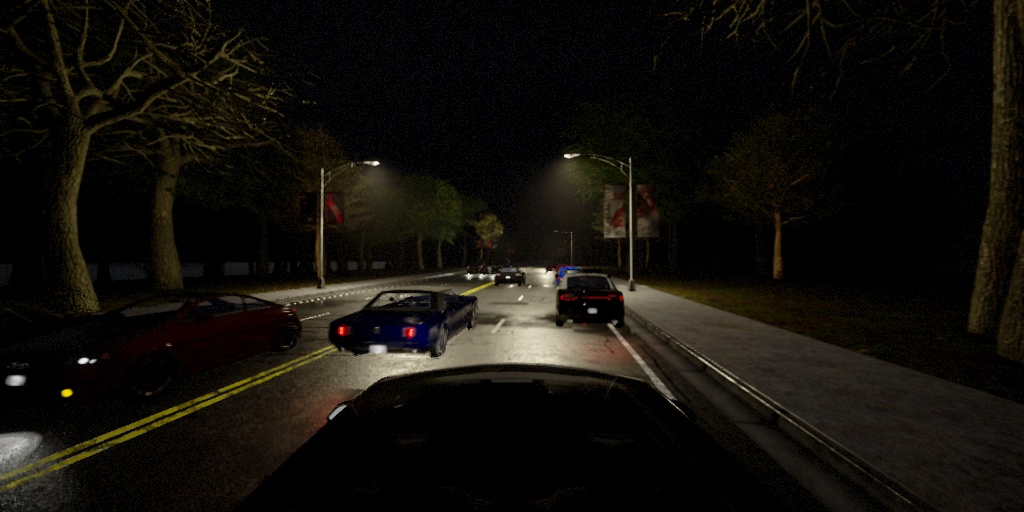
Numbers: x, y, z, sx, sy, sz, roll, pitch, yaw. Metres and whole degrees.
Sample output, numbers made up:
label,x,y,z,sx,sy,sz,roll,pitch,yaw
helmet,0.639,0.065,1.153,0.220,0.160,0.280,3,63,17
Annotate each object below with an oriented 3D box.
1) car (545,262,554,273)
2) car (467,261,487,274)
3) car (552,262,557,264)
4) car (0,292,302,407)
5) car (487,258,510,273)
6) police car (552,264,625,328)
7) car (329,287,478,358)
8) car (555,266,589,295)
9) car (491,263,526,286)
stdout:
label,x,y,z,sx,sy,sz,roll,pitch,yaw
car,5.557,1.588,48.916,1.812,1.442,4.674,0,0,7
car,-4.545,1.427,47.400,2.097,1.767,4.553,0,0,6
car,4.170,1.427,27.635,1.812,1.442,4.674,0,0,6
car,-5.881,1.356,6.392,1.994,1.385,4.181,0,0,7
car,-1.349,1.283,46.719,2.150,2.045,5.566,0,0,6
police car,2.374,1.225,11.828,1.930,1.638,5.238,0,0,7
car,-2.145,1.395,8.652,1.895,1.301,4.718,0,0,7
car,3.498,1.386,21.666,1.812,1.442,4.674,0,0,6
car,-0.054,1.471,27.005,1.994,1.385,4.181,0,0,6
